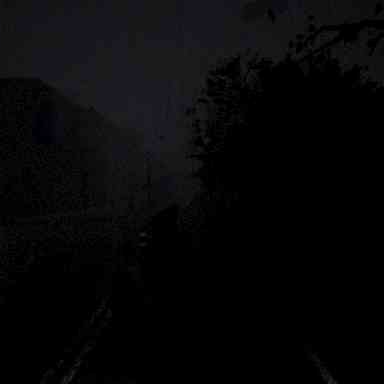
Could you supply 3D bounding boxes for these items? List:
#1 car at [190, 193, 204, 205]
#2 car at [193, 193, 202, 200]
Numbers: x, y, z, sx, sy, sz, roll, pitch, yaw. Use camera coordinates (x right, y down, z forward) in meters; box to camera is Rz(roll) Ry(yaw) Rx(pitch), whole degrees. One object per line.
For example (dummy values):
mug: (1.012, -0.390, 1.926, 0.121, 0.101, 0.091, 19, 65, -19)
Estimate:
car: (0.785, 1.173, 48.133, 1.994, 1.385, 4.181, 0, 1, 1)
car: (1.297, 0.923, 72.692, 1.895, 1.301, 4.718, 0, 1, 1)
